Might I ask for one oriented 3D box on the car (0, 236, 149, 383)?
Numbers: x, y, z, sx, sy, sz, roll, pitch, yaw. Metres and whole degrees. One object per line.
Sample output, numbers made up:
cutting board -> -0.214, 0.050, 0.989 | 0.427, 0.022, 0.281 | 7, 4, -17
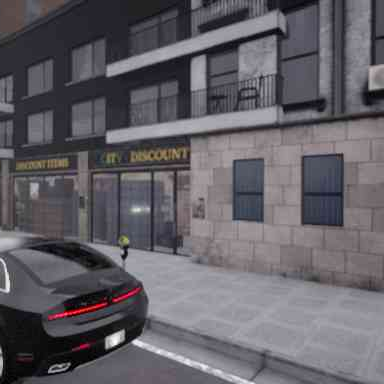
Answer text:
car -> -2.878, 1.477, 5.339 | 4.892, 1.490, 1.837 | 0, 0, 36
